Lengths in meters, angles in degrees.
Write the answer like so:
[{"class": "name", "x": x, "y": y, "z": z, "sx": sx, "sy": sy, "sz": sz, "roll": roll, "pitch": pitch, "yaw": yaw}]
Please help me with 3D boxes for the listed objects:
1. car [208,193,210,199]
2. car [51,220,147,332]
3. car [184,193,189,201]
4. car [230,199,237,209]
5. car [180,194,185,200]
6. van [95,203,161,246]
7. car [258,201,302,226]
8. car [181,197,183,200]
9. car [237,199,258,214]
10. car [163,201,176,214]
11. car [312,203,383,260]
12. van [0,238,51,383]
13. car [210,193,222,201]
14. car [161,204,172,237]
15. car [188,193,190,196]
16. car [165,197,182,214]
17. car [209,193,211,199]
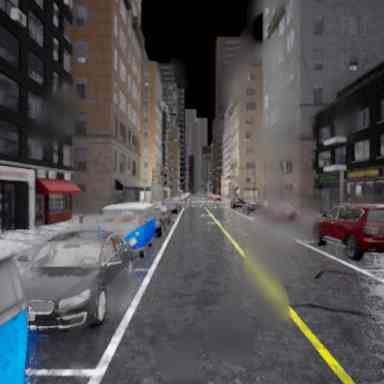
[{"class": "car", "x": 6.315, "y": 1.564, "z": 93.318, "sx": 2.008, "sy": 1.369, "sz": 4.403, "roll": 0, "pitch": 0, "yaw": 0}, {"class": "car", "x": -2.315, "y": 1.535, "z": 6.906, "sx": 2.008, "sy": 1.369, "sz": 4.403, "roll": 0, "pitch": 0, "yaw": 0}, {"class": "car", "x": -2.236, "y": 1.548, "z": 82.519, "sx": 1.802, "sy": 1.307, "sz": 4.206, "roll": 0, "pitch": 0, "yaw": 0}, {"class": "car", "x": 6.233, "y": 1.555, "z": 45.411, "sx": 1.947, "sy": 1.339, "sz": 4.313, "roll": 0, "pitch": 0, "yaw": 0}, {"class": "car", "x": -2.292, "y": 1.396, "z": 45.416, "sx": 1.967, "sy": 1.590, "sz": 4.097, "roll": 0, "pitch": 0, "yaw": 0}, {"class": "van", "x": -2.311, "y": 1.320, "z": 12.407, "sx": 1.690, "sy": 1.788, "sz": 3.998, "roll": 0, "pitch": 0, "yaw": 0}, {"class": "car", "x": 6.221, "y": 1.444, "z": 23.405, "sx": 1.967, "sy": 1.590, "sz": 4.097, "roll": 0, "pitch": 0, "yaw": 0}, {"class": "car", "x": -2.296, "y": 1.541, "z": 39.914, "sx": 1.802, "sy": 1.307, "sz": 4.206, "roll": 0, "pitch": 0, "yaw": 0}, {"class": "car", "x": 6.227, "y": 1.546, "z": 34.408, "sx": 2.008, "sy": 1.369, "sz": 4.403, "roll": 0, "pitch": 0, "yaw": 0}, {"class": "car", "x": -2.305, "y": 1.552, "z": 23.411, "sx": 1.802, "sy": 1.307, "sz": 4.206, "roll": 0, "pitch": 0, "yaw": 0}, {"class": "car", "x": 6.214, "y": 1.328, "z": 12.402, "sx": 2.192, "sy": 1.841, "sz": 5.009, "roll": 0, "pitch": 0, "yaw": 0}, {"class": "van", "x": -2.318, "y": 1.330, "z": 1.406, "sx": 1.690, "sy": 1.788, "sz": 3.998, "roll": 0, "pitch": 0, "yaw": 0}, {"class": "car", "x": 6.289, "y": 1.440, "z": 82.501, "sx": 1.967, "sy": 1.590, "sz": 4.097, "roll": 0, "pitch": 0, "yaw": 0}, {"class": "car", "x": -2.308, "y": 1.540, "z": 17.909, "sx": 1.947, "sy": 1.339, "sz": 4.313, "roll": 0, "pitch": 0, "yaw": 0}, {"class": "car", "x": -2.210, "y": 1.530, "z": 93.336, "sx": 2.008, "sy": 1.369, "sz": 4.403, "roll": 0, "pitch": 0, "yaw": 0}, {"class": "car", "x": -2.298, "y": 1.528, "z": 34.413, "sx": 1.947, "sy": 1.339, "sz": 4.313, "roll": 0, "pitch": 0, "yaw": 0}, {"class": "car", "x": 6.302, "y": 1.531, "z": 88.080, "sx": 1.752, "sy": 1.417, "sz": 4.829, "roll": 0, "pitch": 0, "yaw": 0}]
